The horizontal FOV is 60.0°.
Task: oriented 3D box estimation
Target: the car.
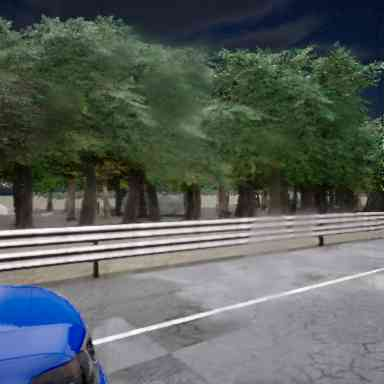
[{"bbox_3d":[-3.177,1.204,1.475,5.566,2.045,2.150,0,0,-36],"label":"car"}]
